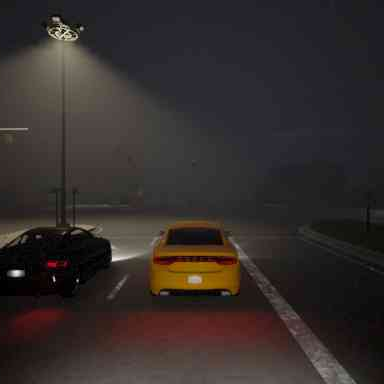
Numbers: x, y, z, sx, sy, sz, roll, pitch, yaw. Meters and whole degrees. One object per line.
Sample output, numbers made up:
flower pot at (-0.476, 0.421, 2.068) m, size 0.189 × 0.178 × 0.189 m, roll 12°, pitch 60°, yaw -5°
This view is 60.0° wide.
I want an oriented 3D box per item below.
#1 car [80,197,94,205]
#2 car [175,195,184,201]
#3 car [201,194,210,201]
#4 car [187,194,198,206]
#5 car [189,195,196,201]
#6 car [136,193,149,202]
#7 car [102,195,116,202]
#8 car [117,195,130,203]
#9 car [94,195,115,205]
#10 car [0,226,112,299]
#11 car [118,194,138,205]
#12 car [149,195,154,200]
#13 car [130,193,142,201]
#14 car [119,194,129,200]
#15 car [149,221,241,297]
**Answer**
car at (-18.484, 1.600, 59.747) m, size 1.895 × 1.301 × 4.718 m, roll 0°, pitch 0°, yaw 0°
car at (-3.388, 1.517, 87.478) m, size 1.812 × 1.442 × 4.674 m, roll 0°, pitch 0°, yaw 0°
car at (3.612, 1.588, 87.499) m, size 1.895 × 1.301 × 4.718 m, roll 0°, pitch 0°, yaw 0°
car at (0.072, 1.525, 56.447) m, size 1.812 × 1.442 × 4.674 m, roll 0°, pitch 0°, yaw 0°
car at (0.111, 1.491, 87.057) m, size 1.837 × 1.490 × 4.892 m, roll 0°, pitch 0°, yaw 0°
car at (-11.406, 1.355, 73.548) m, size 2.097 × 1.767 × 4.553 m, roll 0°, pitch 0°, yaw 0°
car at (-18.405, 1.500, 74.172) m, size 1.837 × 1.490 × 4.892 m, roll 0°, pitch 0°, yaw 0°
car at (-14.907, 1.500, 72.972) m, size 1.837 × 1.490 × 4.892 m, roll 0°, pitch 0°, yaw 0°
car at (-15.003, 1.562, 57.762) m, size 1.994 × 1.385 × 4.181 m, roll 0°, pitch 0°, yaw 0°
car at (-3.425, 1.564, 8.522) m, size 1.994 × 1.385 × 4.181 m, roll 0°, pitch 0°, yaw 0°
car at (-11.499, 1.547, 58.964) m, size 2.033 × 1.411 × 5.357 m, roll 0°, pitch 0°, yaw 0°
car at (-11.386, 1.478, 89.228) m, size 1.837 × 1.490 × 4.892 m, roll 0°, pitch 0°, yaw 0°
car at (-14.886, 1.217, 89.073) m, size 2.150 × 2.045 × 5.566 m, roll 0°, pitch 0°, yaw 0°
car at (-18.385, 1.416, 89.827) m, size 1.837 × 1.490 × 4.892 m, roll 0°, pitch 0°, yaw 0°
car at (0.076, 1.478, 8.651) m, size 1.882 × 1.535 × 5.008 m, roll 0°, pitch 0°, yaw 0°
